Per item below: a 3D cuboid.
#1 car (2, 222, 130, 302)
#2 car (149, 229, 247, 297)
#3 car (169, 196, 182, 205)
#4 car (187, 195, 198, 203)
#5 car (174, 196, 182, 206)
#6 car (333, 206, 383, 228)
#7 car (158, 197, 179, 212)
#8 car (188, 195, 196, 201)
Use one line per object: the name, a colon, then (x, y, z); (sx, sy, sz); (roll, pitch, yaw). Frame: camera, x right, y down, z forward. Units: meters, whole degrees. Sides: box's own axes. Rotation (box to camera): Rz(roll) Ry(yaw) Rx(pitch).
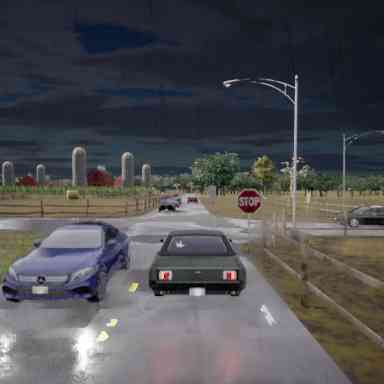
car: (-2.753, 1.523, 8.370); (1.812, 1.442, 4.674); (0, 0, 0)
car: (0.107, 1.598, 8.506); (1.895, 1.301, 4.718); (0, 0, 0)
car: (-2.800, 1.488, 58.696); (2.033, 1.411, 5.357); (0, 0, 0)
car: (0.129, 1.405, 65.958); (1.882, 1.535, 5.008); (0, 0, 0)
car: (-2.819, 1.524, 48.222); (1.994, 1.385, 4.181); (0, 0, 0)
car: (12.715, 1.752, 23.928); (4.892, 1.490, 1.837); (1, 1, 0)
car: (-2.786, 1.576, 38.150); (1.895, 1.301, 4.718); (0, 0, -1)
car: (0.036, 1.451, 78.579); (1.994, 1.385, 4.181); (0, 0, 0)
